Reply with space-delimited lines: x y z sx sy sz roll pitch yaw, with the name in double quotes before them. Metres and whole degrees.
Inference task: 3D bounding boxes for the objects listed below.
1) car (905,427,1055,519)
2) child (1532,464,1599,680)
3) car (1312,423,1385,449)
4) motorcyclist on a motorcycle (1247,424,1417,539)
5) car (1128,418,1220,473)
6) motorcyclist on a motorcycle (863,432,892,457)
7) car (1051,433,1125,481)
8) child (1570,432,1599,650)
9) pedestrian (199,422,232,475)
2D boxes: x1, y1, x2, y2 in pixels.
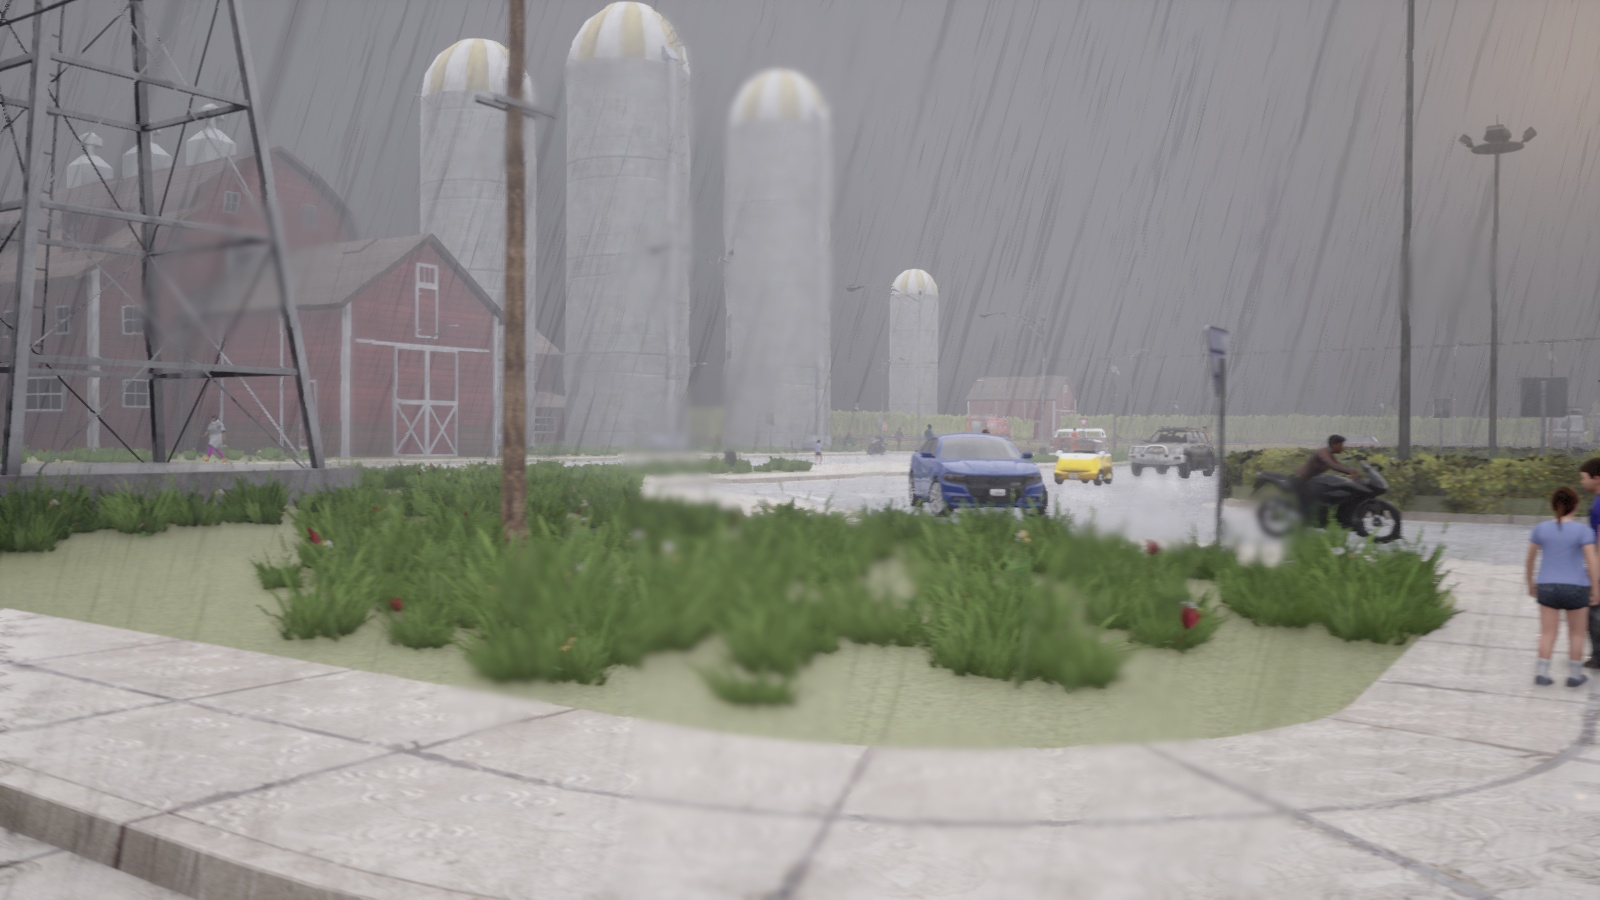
"car" 3.281 0.354 23.854 1.882 1.535 5.008 -1 1 -3
"child" 4.146 0.637 6.742 0.394 1.110 0.255 -1 1 -41
"car" 39.438 -1.000 90.342 4.553 1.767 2.097 0 1 31
"motorcyclist on a motorcycle" 7.431 0.406 17.591 2.044 1.523 0.797 0 1 41
"car" 13.510 -0.191 45.205 1.932 1.855 4.605 0 1 33
"motorcyclist on a motorcycle" 4.963 -0.369 80.021 0.866 1.530 2.191 0 1 33
"car" 8.668 0.193 37.734 1.481 1.376 2.207 0 1 33
"child" 4.761 0.524 7.302 0.437 1.263 0.270 0 1 44
"pedestrian" -21.881 -0.055 46.988 0.659 1.952 0.873 0 1 32
